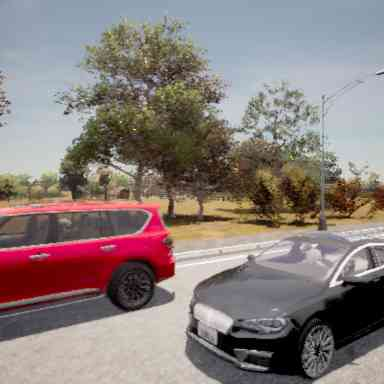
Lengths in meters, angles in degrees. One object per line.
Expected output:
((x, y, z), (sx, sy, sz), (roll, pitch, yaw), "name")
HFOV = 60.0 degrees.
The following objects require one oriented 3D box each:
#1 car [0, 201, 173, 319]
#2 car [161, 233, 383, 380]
((-2.930, 1.222, 6.204), (5.566, 2.045, 2.150), (0, 0, -36), "car")
((2.185, 1.492, 5.550), (4.902, 1.511, 2.128), (0, 0, -35), "car")
